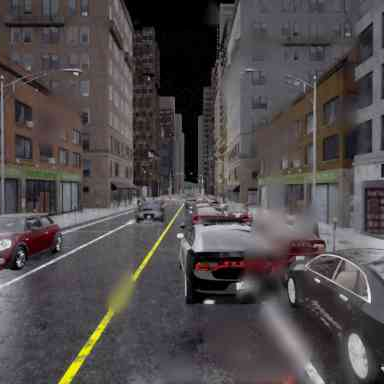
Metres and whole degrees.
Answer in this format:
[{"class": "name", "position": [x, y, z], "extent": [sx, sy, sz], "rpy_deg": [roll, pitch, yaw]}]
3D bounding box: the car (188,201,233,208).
[{"class": "car", "position": [0.888, 1.477, 18.262], "extent": [1.882, 1.535, 5.008], "rpy_deg": [0, 0, 0]}]

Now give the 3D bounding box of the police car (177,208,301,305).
[{"class": "police car", "position": [0.679, 1.423, 8.311], "extent": [1.930, 1.638, 5.238], "rpy_deg": [0, 0, -5]}]

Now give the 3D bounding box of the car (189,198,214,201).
[{"class": "car", "position": [0.884, 1.478, 24.262], "extent": [1.882, 1.535, 5.008], "rpy_deg": [0, 0, 0]}]

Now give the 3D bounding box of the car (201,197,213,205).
[{"class": "car", "position": [2.711, 1.562, 60.213], "extent": [1.887, 1.381, 4.507], "rpy_deg": [-1, 0, 0]}]

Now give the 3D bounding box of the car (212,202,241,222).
[{"class": "car", "position": [2.734, 1.546, 27.181], "extent": [1.887, 1.381, 4.507], "rpy_deg": [-1, 0, 0]}]

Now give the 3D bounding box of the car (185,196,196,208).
[{"class": "car", "position": [-0.005, 1.501, 47.031], "extent": [2.128, 1.511, 4.902], "rpy_deg": [0, 0, 0]}]

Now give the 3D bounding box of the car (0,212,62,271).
[{"class": "car", "position": [-5.781, 1.439, 10.660], "extent": [1.967, 1.590, 4.097], "rpy_deg": [-1, 0, 0]}]

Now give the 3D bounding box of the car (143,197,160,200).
[{"class": "car", "position": [-5.804, 1.448, 43.691], "extent": [1.967, 1.590, 4.097], "rpy_deg": [-1, 0, 0]}]

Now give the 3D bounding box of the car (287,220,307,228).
[{"class": "car", "position": [2.745, 1.543, 10.666], "extent": [1.887, 1.381, 4.507], "rpy_deg": [-1, 0, 0]}]

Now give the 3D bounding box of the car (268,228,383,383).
[{"class": "car", "position": [2.749, 1.550, 5.160], "extent": [2.008, 1.369, 4.403], "rpy_deg": [-1, 0, 0]}]

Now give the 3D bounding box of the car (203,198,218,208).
[{"class": "car", "position": [2.719, 1.555, 49.202], "extent": [1.887, 1.381, 4.507], "rpy_deg": [-1, 0, 0]}]

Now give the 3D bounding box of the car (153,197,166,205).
[{"class": "car", "position": [-5.814, 1.562, 60.207], "extent": [1.887, 1.381, 4.507], "rpy_deg": [-1, 0, 0]}]

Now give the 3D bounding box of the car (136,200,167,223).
[{"class": "car", "position": [-3.017, 1.565, 25.319], "extent": [1.994, 1.385, 4.181], "rpy_deg": [0, 0, 0]}]

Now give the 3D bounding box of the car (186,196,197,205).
[{"class": "car", "position": [-0.040, 1.522, 58.834], "extent": [1.837, 1.490, 4.892], "rpy_deg": [0, 0, 0]}]

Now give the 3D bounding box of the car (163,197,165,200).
[{"class": "car", "position": [-5.810, 1.565, 54.701], "extent": [2.008, 1.369, 4.403], "rpy_deg": [-1, 0, 0]}]

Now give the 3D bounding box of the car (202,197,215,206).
[{"class": "car", "position": [2.715, 1.559, 54.707], "extent": [1.887, 1.381, 4.507], "rpy_deg": [-1, 0, 0]}]

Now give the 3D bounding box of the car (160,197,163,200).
[{"class": "car", "position": [-5.806, 1.577, 49.196], "extent": [1.947, 1.339, 4.313], "rpy_deg": [-1, 0, 0]}]

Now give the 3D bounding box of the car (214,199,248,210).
[{"class": "car", "position": [2.736, 1.440, 21.676], "extent": [1.967, 1.590, 4.097], "rpy_deg": [-1, 0, 0]}]
